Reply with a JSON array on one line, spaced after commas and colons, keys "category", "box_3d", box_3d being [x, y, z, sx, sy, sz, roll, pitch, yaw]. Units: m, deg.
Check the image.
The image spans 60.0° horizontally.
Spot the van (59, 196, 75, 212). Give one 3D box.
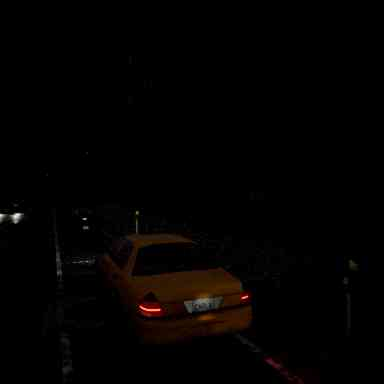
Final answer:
[{"category": "van", "box_3d": [-14.706, 1.343, 39.024, 1.690, 1.788, 3.998, 0, 0, -23]}]

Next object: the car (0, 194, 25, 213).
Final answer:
[{"category": "car", "box_3d": [-20.085, 1.353, 36.597, 2.097, 1.767, 4.553, 0, 0, -22]}]

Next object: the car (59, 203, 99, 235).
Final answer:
[{"category": "car", "box_3d": [-6.160, 1.551, 18.650, 2.008, 1.369, 4.403, 0, 0, -23]}]

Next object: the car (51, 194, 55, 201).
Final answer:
[{"category": "car", "box_3d": [-31.948, 1.470, 79.387, 1.967, 1.590, 4.097, 0, 0, -24]}]

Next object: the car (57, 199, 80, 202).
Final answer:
[{"category": "car", "box_3d": [-10.433, 1.567, 28.837, 1.947, 1.339, 4.313, 0, 0, -23]}]

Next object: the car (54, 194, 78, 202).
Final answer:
[{"category": "car", "box_3d": [-12.570, 1.317, 33.931, 2.192, 1.841, 5.009, 0, 0, -23]}]

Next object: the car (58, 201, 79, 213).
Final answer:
[{"category": "car", "box_3d": [-8.296, 1.552, 23.743, 2.008, 1.369, 4.403, 0, 0, -23]}]

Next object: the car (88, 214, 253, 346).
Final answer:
[{"category": "car", "box_3d": [-0.844, 1.457, 6.730, 1.801, 1.575, 5.366, 0, 0, -23]}]
